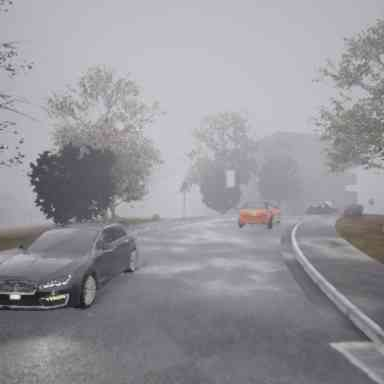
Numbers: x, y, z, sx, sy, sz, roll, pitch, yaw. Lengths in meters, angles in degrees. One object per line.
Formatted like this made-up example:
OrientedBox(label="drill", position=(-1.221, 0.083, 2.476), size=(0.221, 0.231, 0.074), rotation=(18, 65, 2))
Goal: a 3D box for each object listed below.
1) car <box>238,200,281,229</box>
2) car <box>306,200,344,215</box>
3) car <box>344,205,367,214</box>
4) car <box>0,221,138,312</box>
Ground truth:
OrientedBox(label="car", position=(4.521, 1.330, 21.844), size=(2.097, 1.767, 4.553), rotation=(-2, 0, 23))
OrientedBox(label="car", position=(14.310, 1.685, 36.233), size=(2.097, 1.767, 4.553), rotation=(-4, -7, 43))
OrientedBox(label="car", position=(22.359, 2.830, 46.922), size=(5.566, 2.045, 2.150), rotation=(5, -6, -30))
OrientedBox(label="car", position=(-2.704, 1.532, 8.032), size=(1.837, 1.490, 4.892), rotation=(-1, 0, 7))
